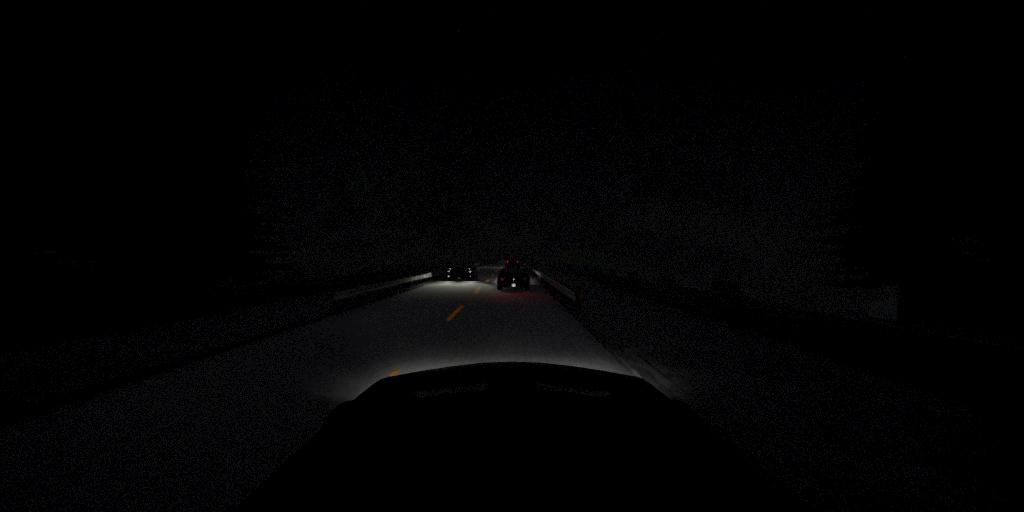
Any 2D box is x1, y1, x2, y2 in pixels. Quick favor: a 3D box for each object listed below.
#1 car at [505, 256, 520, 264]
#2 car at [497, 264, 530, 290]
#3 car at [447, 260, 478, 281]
[{"bbox_3d":[0.093,1.016,55.103,2.150,2.045,5.566,0,0,0],"label":"car"},{"bbox_3d":[0.094,1.368,22.707,1.895,1.301,4.718,0,0,0],"label":"car"},{"bbox_3d":[-4.094,1.124,29.948,2.097,1.767,4.553,0,0,0],"label":"car"}]
